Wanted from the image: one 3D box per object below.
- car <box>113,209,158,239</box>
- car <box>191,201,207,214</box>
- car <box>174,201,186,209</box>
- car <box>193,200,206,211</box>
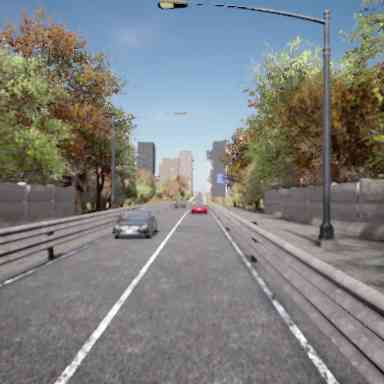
[{"bbox_3d":[-2.971,1.674,18.383,1.812,1.442,4.674,0,0,1],"label":"car"},{"bbox_3d":[0.873,1.983,41.045,1.994,1.385,4.181,0,-1,1],"label":"car"},{"bbox_3d":[-2.042,2.312,58.800,1.994,1.385,4.181,0,-1,2],"label":"car"},{"bbox_3d":[1.091,2.074,51.003,1.882,1.535,5.008,0,-1,1],"label":"car"}]
